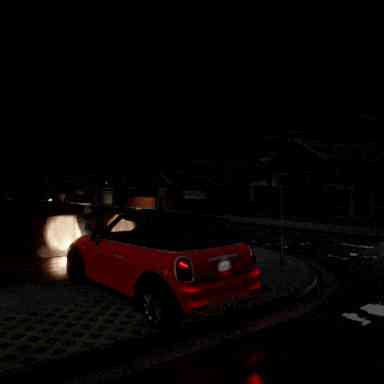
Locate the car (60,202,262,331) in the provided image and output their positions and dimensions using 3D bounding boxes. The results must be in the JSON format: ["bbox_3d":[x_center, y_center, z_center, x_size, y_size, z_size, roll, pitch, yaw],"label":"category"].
[{"bbox_3d":[-0.879,1.192,6.892,2.097,1.767,4.553,0,0,-41],"label":"car"}]

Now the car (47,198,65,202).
[{"bbox_3d":[-19.073,1.515,46.612,2.033,1.411,5.357,0,0,-35],"label":"car"}]
